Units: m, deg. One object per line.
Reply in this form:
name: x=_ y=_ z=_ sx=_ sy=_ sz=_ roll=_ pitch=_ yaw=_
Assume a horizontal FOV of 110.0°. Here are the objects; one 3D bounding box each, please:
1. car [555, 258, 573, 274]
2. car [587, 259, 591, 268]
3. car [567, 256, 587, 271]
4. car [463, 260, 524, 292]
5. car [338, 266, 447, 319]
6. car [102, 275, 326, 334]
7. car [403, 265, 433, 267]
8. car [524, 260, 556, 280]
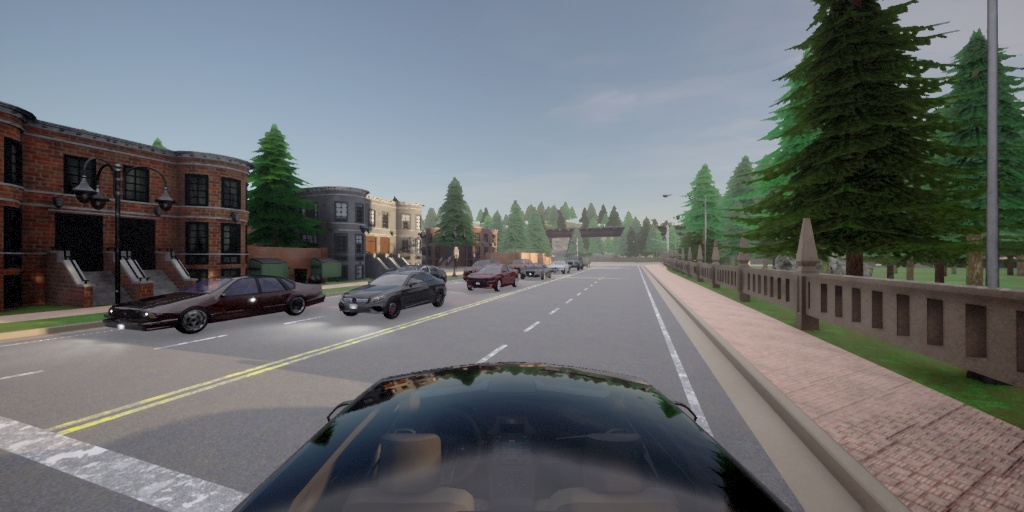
car: x=5.409 y=1.273 z=40.971 sx=1.812 sy=1.442 sz=4.674 roll=0 pitch=0 yaw=19
car: x=12.255 y=1.251 z=61.013 sx=1.837 sy=1.490 sz=4.892 roll=0 pitch=0 yaw=19
car: x=8.775 y=0.968 z=50.844 sx=2.150 sy=2.045 sz=5.566 roll=0 pitch=0 yaw=19
car: x=-1.067 y=1.226 z=21.942 sx=1.882 sy=1.535 sz=5.008 roll=0 pitch=0 yaw=19
car: x=-4.072 y=1.275 z=13.111 sx=1.812 sy=1.442 sz=4.674 roll=0 pitch=0 yaw=19
car: x=-8.467 y=1.297 z=11.066 sx=2.033 sy=1.411 sz=5.357 roll=0 pitch=0 yaw=19
car: x=-5.417 y=1.241 z=20.040 sx=2.128 sy=1.511 sz=4.902 roll=0 pitch=0 yaw=18
car: x=2.168 y=1.312 z=31.422 sx=1.994 sy=1.385 sz=4.181 roll=0 pitch=0 yaw=20
